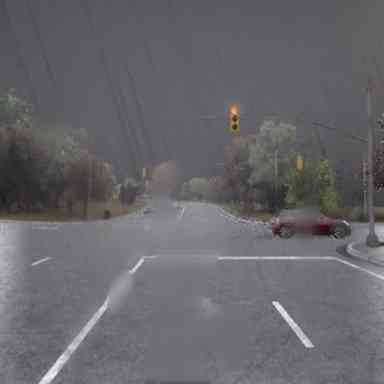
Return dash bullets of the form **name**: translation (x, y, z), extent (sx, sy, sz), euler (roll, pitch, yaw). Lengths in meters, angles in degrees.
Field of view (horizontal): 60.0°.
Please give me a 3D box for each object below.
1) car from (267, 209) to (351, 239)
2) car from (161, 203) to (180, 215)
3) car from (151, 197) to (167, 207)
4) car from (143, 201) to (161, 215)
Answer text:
- **car**: translation (6.852, 1.791, 19.627), extent (4.553, 1.767, 2.097), euler (0, -2, 0)
- **car**: translation (-3.644, 3.185, 57.461), extent (2.033, 1.411, 5.357), euler (0, 0, 0)
- **car**: translation (-7.097, 2.800, 72.989), extent (2.150, 2.045, 5.566), euler (0, 1, 0)
- **car**: translation (-7.143, 2.991, 57.623), extent (2.097, 1.767, 4.553), euler (0, 0, 0)
